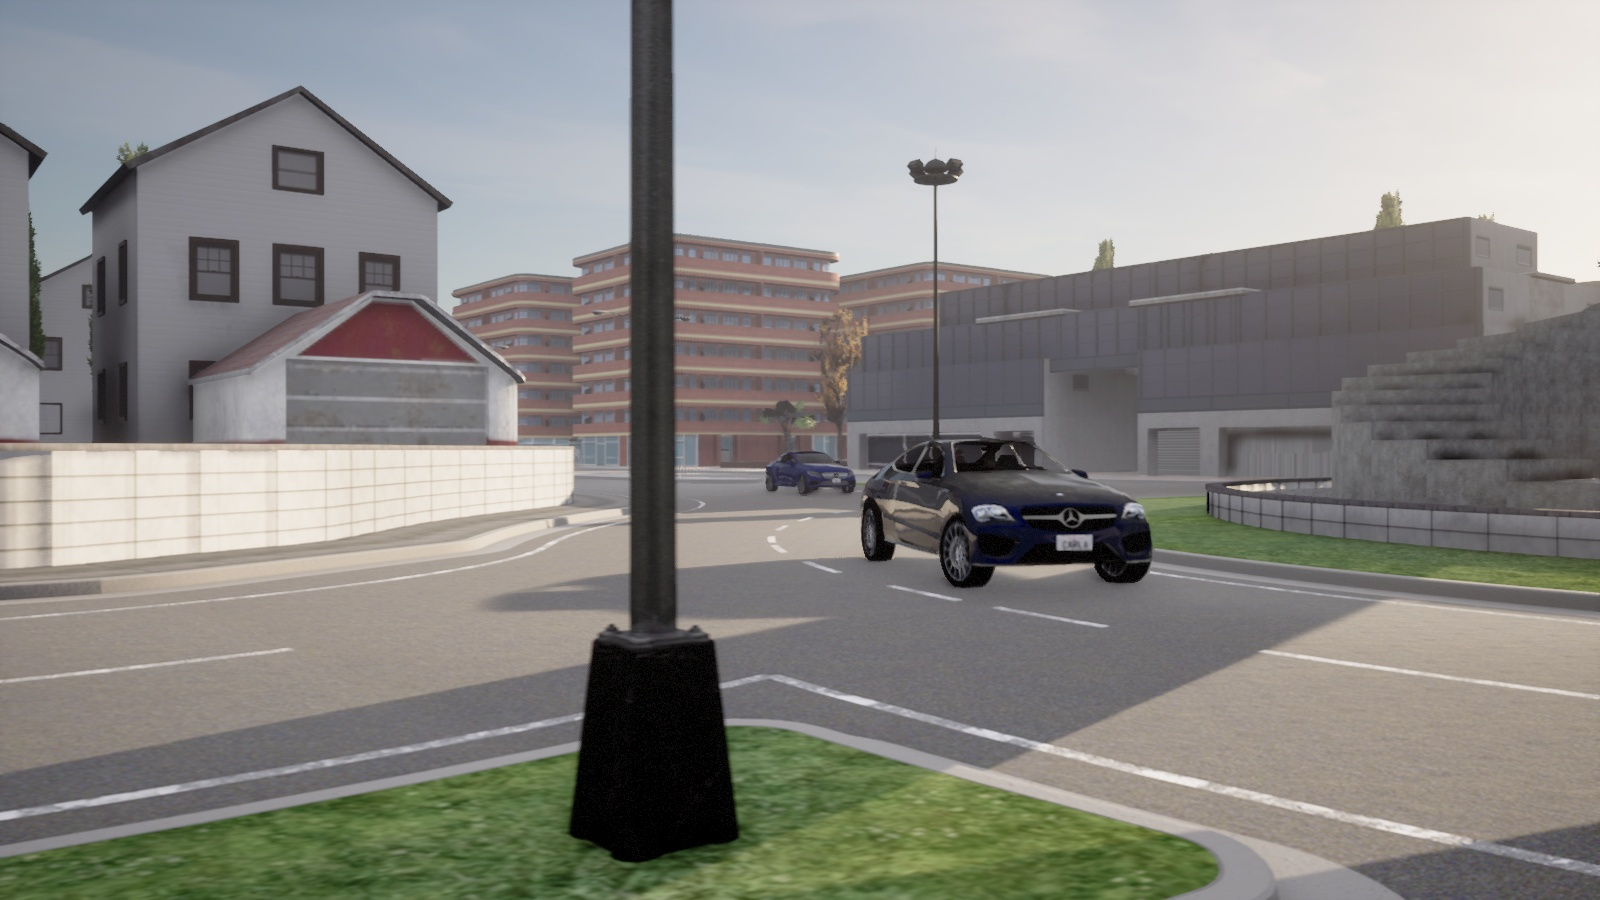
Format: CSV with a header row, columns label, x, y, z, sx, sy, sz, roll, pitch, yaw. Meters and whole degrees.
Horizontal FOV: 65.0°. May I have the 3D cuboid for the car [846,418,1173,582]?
label,x,y,z,sx,sy,sz,roll,pitch,yaw
car,2.278,0.503,15.381,2.152,1.651,5.027,0,0,-14

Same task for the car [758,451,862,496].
label,x,y,z,sx,sy,sz,roll,pitch,yaw
car,0.262,0.751,43.052,1.812,1.442,4.674,0,0,-23
